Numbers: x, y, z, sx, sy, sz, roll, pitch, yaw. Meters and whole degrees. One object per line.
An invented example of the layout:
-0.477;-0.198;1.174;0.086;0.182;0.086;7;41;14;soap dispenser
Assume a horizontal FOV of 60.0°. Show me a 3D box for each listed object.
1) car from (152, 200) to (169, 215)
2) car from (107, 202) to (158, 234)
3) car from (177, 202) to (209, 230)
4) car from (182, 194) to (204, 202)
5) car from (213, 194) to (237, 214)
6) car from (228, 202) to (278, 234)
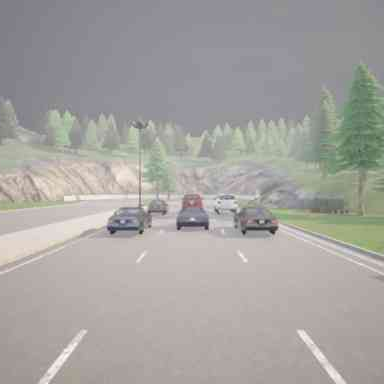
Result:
-3.455;1.548;34.240;2.033;1.411;5.357;0;0;0;car
-3.455;1.548;19.240;2.033;1.411;5.357;0;0;0;car
0.061;1.562;21.315;1.994;1.385;4.181;0;0;0;car
0.053;1.218;35.968;2.150;2.045;5.566;0;-1;1;car
3.558;1.220;35.897;2.150;2.045;5.566;0;0;1;car
3.545;1.548;19.240;2.033;1.411;5.357;0;0;0;car
